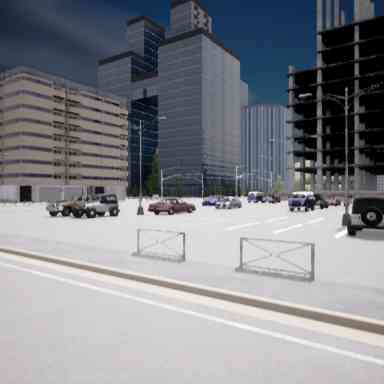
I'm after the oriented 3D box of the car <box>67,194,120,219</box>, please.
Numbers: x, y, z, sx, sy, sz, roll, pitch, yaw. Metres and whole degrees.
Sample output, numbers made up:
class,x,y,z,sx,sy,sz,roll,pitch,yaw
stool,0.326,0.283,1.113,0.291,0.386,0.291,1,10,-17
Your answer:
class,x,y,z,sx,sy,sz,roll,pitch,yaw
car,-7.610,1.116,26.848,1.905,1.878,3.866,0,0,34

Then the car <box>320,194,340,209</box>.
class,x,y,z,sx,sy,sz,roll,pitch,yaw
car,20.039,1.326,47.476,1.784,1.438,3.905,0,0,34

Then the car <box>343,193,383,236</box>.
class,x,y,z,sx,sy,sz,roll,pitch,yaw
car,8.674,1.113,15.897,1.905,1.878,3.866,0,0,34

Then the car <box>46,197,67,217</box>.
class,x,y,z,sx,sy,sz,roll,pitch,yaw
car,-9.978,1.114,28.513,1.932,1.855,4.605,0,0,34

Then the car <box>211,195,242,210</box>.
class,x,y,z,sx,sy,sz,roll,pitch,yaw
car,4.408,1.357,39.810,1.970,1.475,3.806,0,0,34

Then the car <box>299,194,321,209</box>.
class,x,y,z,sx,sy,sz,roll,pitch,yaw
car,17.640,1.358,49.097,1.970,1.475,3.806,0,0,34
